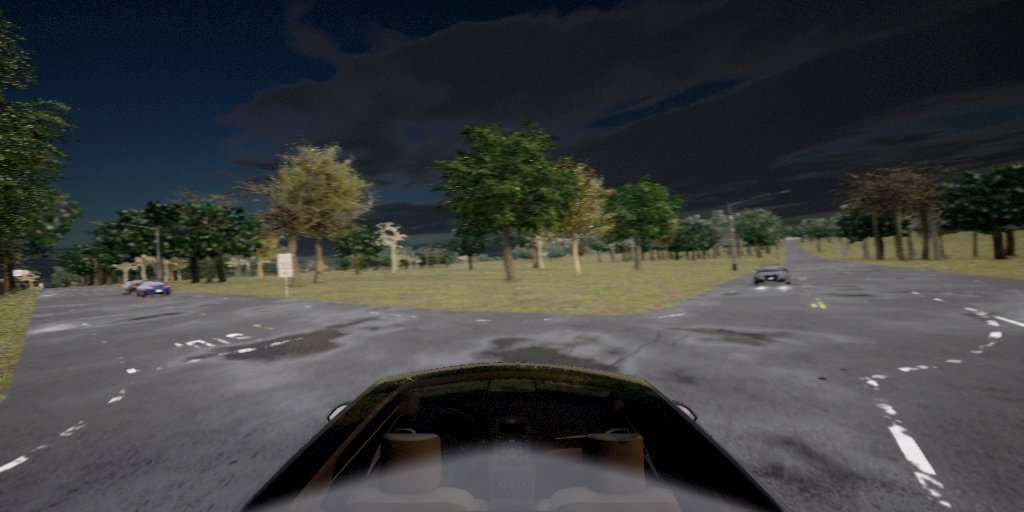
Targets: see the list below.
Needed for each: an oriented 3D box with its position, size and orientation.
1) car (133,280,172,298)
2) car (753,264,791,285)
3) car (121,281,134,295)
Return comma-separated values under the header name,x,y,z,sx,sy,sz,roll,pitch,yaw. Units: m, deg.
name,x,y,z,sx,sy,sz,roll,pitch,yaw
car,-33.925,3.082,33.966,4.674,1.442,1.812,-3,0,37
car,18.384,1.290,25.388,1.994,1.385,4.181,-5,-3,37
car,-41.955,3.505,40.098,4.892,1.490,1.837,-3,0,37
